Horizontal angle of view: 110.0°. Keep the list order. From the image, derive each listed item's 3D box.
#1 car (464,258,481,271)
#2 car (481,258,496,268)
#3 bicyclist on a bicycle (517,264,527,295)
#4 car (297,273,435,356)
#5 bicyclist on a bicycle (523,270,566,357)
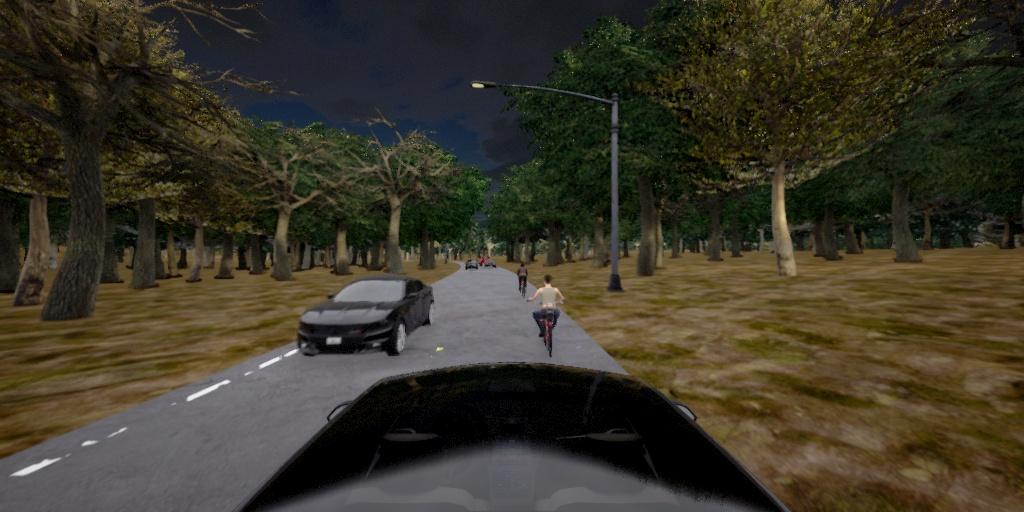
[{"bbox_3d":[-5.614,1.274,50.108,1.837,1.490,4.892,0,0,-6],"label":"car"},{"bbox_3d":[-3.931,1.389,63.546,1.895,1.301,4.718,0,0,-7],"label":"car"},{"bbox_3d":[0.517,1.206,17.437,0.582,1.620,1.656,0,0,-2],"label":"bicyclist on a bicycle"},{"bbox_3d":[-3.195,1.227,8.837,1.882,1.535,5.008,0,0,-1],"label":"car"},{"bbox_3d":[0.746,1.187,7.583,0.866,1.612,1.509,0,0,-1],"label":"bicyclist on a bicycle"}]
